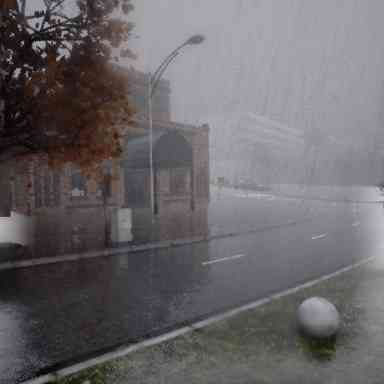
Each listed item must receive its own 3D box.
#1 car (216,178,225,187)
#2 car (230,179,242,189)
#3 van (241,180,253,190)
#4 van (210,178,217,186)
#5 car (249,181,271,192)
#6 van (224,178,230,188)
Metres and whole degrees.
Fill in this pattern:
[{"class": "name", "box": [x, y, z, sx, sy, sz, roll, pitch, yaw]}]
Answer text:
[{"class": "car", "box": [8.499, -2.024, 78.157, 2.185, 1.767, 4.553, 5, 6, 40]}, {"class": "car", "box": [11.464, -1.643, 72.944, 2.435, 2.045, 5.566, 6, 6, 40]}, {"class": "van", "box": [13.028, -1.370, 70.464, 1.878, 1.987, 4.442, 5, 6, 40]}, {"class": "van", "box": [7.115, -2.383, 80.863, 1.878, 1.987, 4.442, 5, 6, 40]}, {"class": "car", "box": [14.417, -0.888, 67.790, 2.097, 1.535, 5.008, 5, 6, 40]}, {"class": "van", "box": [9.930, -1.868, 75.478, 1.878, 1.987, 4.442, 6, 6, 40]}]
